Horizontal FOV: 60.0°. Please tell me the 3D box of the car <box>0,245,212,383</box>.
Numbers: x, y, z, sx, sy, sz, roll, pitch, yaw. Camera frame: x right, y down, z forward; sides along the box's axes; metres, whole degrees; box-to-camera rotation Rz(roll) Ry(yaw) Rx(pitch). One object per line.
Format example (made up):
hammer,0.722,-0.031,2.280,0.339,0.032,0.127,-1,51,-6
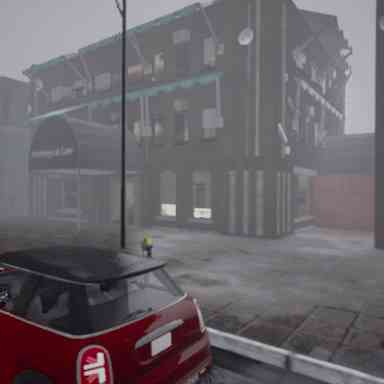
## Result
car,-1.864,1.406,4.195,4.097,1.590,1.967,1,0,35
